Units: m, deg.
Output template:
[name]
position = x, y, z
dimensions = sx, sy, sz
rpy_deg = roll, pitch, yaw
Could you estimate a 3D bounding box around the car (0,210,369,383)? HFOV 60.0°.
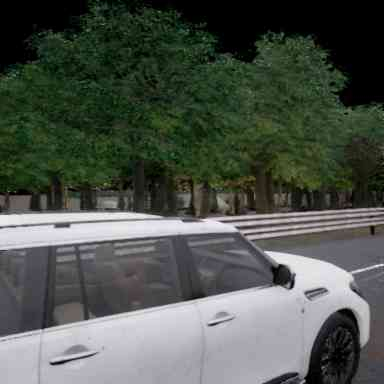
[car]
position = -0.456, 1.217, 3.421
dimensions = 5.566, 2.045, 2.150
rpy_deg = 0, 0, -36
